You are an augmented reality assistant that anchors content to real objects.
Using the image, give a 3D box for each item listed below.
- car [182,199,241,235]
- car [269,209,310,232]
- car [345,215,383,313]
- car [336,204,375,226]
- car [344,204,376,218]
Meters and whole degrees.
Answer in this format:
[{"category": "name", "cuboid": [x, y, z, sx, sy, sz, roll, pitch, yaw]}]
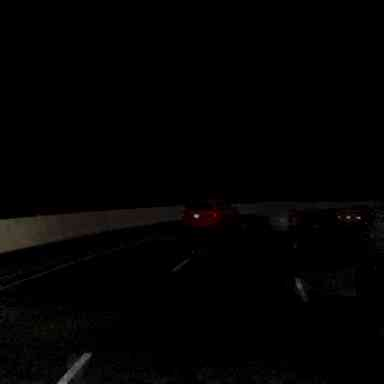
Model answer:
[{"category": "car", "cuboid": [1.348, 1.430, 20.478, 2.150, 2.045, 5.566, 0, -1, 24]}, {"category": "car", "cuboid": [6.632, 1.827, 22.342, 1.994, 1.385, 4.181, 0, -1, 29]}, {"category": "car", "cuboid": [4.281, 1.432, 5.092, 2.097, 1.767, 4.553, 0, -1, 7]}, {"category": "car", "cuboid": [12.592, 1.881, 25.459, 2.033, 1.411, 5.357, 0, -1, 38]}, {"category": "car", "cuboid": [18.798, 2.053, 37.152, 1.994, 1.385, 4.181, 0, -1, 44]}]
